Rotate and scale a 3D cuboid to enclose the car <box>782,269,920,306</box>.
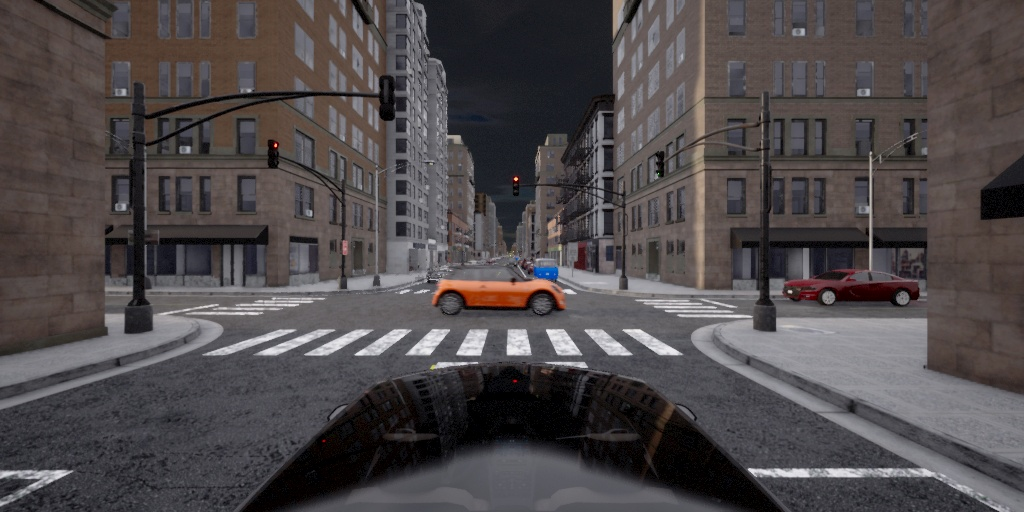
[{"bbox_3d":[14.781,1.324,15.813,5.008,1.535,1.882,0,0,1],"label":"car"}]

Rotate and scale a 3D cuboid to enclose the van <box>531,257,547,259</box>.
[{"bbox_3d":[2.572,1.085,27.942,1.690,1.789,3.998,0,0,0],"label":"van"}]

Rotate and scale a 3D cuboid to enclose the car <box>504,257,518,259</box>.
[{"bbox_3d":[-0.050,1.328,61.551,1.895,1.301,4.718,0,0,0],"label":"car"}]

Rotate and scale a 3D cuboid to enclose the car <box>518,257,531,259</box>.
[{"bbox_3d":[2.503,1.046,56.349,2.192,1.841,5.009,0,0,0],"label":"car"}]

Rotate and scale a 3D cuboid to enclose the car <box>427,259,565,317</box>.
[{"bbox_3d":[-0.415,1.106,12.803,4.553,1.767,2.097,0,0,0],"label":"car"}]

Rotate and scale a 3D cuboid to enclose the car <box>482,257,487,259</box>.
[{"bbox_3d":[-5.522,1.297,56.323,1.948,1.339,4.313,0,0,0],"label":"car"}]

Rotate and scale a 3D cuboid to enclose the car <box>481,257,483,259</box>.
[{"bbox_3d":[-5.508,1.262,50.471,1.751,1.417,4.829,0,0,0],"label":"car"}]
